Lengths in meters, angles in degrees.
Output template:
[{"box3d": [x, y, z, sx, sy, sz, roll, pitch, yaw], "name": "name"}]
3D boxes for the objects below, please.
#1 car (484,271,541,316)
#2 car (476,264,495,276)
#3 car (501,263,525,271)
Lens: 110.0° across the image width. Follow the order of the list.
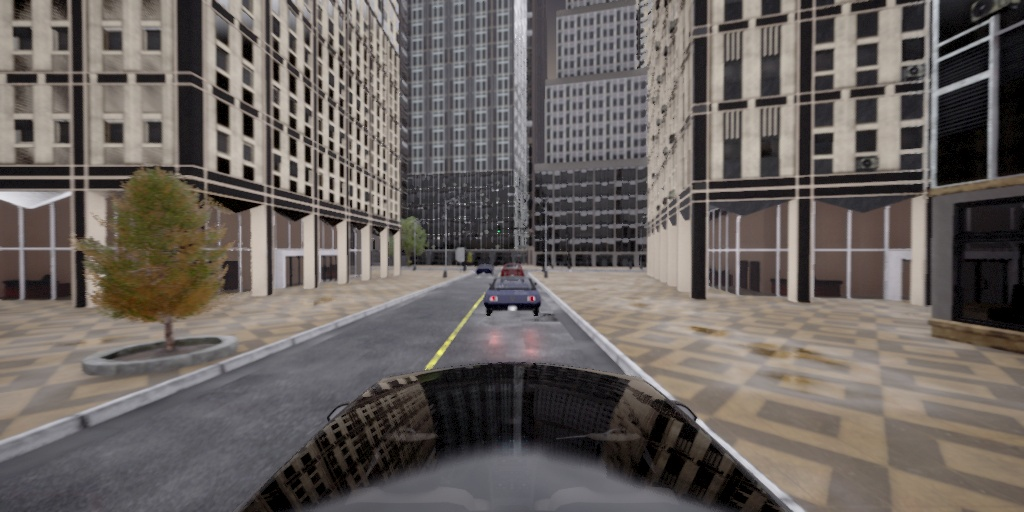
[{"box3d": [0.037, 1.406, 13.679, 1.895, 1.301, 4.718, 0, 0, 1], "name": "car"}, {"box3d": [-3.034, 1.544, 40.808, 1.895, 1.301, 4.718, 0, 0, 1], "name": "car"}, {"box3d": [0.053, 1.366, 30.420, 1.882, 1.535, 5.008, 0, 0, 1], "name": "car"}]
